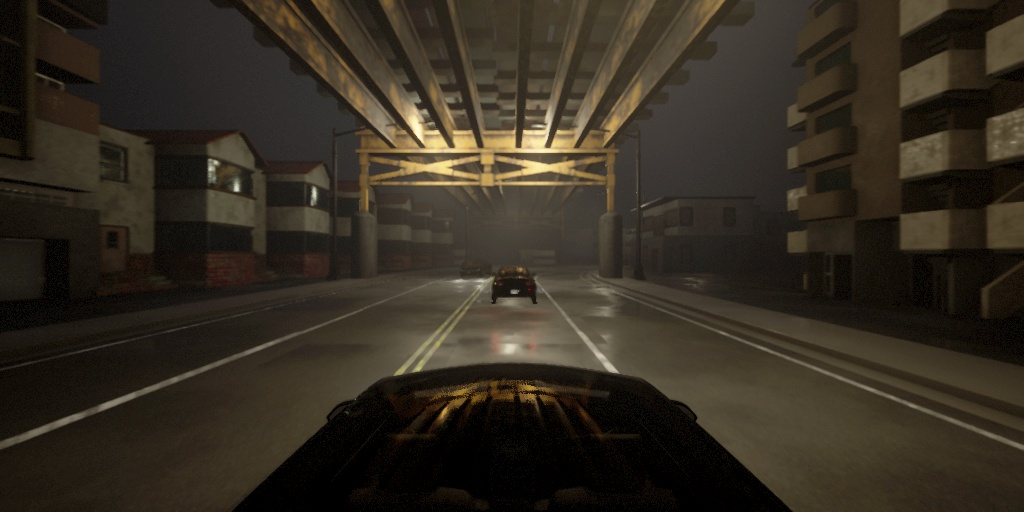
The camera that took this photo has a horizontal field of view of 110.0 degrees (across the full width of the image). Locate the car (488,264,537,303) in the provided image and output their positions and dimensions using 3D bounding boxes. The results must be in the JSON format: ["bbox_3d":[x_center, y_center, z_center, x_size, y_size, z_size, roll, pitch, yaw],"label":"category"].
[{"bbox_3d":[0.081,1.148,15.690,1.812,1.442,4.674,0,1,0],"label":"car"}]

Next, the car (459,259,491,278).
[{"bbox_3d":[-2.984,0.970,30.226,1.882,1.535,5.008,0,1,8],"label":"car"}]
